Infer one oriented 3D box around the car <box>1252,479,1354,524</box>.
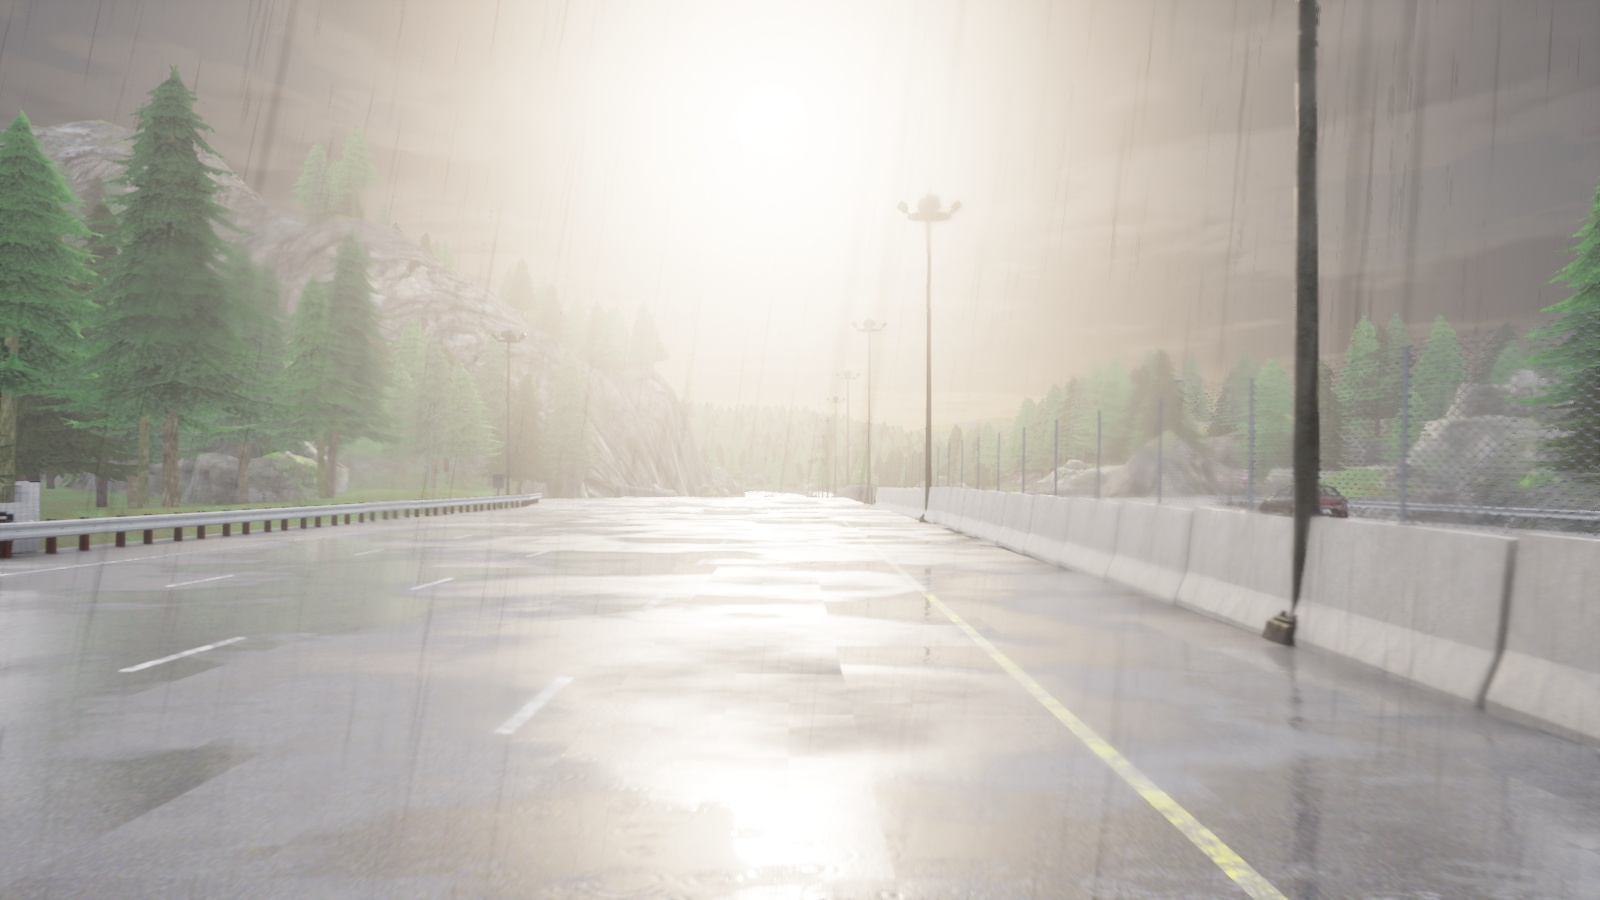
[{"bbox_3d":[17.396,1.765,43.630,1.816,1.474,4.193,0,-1,0],"label":"car"}]
